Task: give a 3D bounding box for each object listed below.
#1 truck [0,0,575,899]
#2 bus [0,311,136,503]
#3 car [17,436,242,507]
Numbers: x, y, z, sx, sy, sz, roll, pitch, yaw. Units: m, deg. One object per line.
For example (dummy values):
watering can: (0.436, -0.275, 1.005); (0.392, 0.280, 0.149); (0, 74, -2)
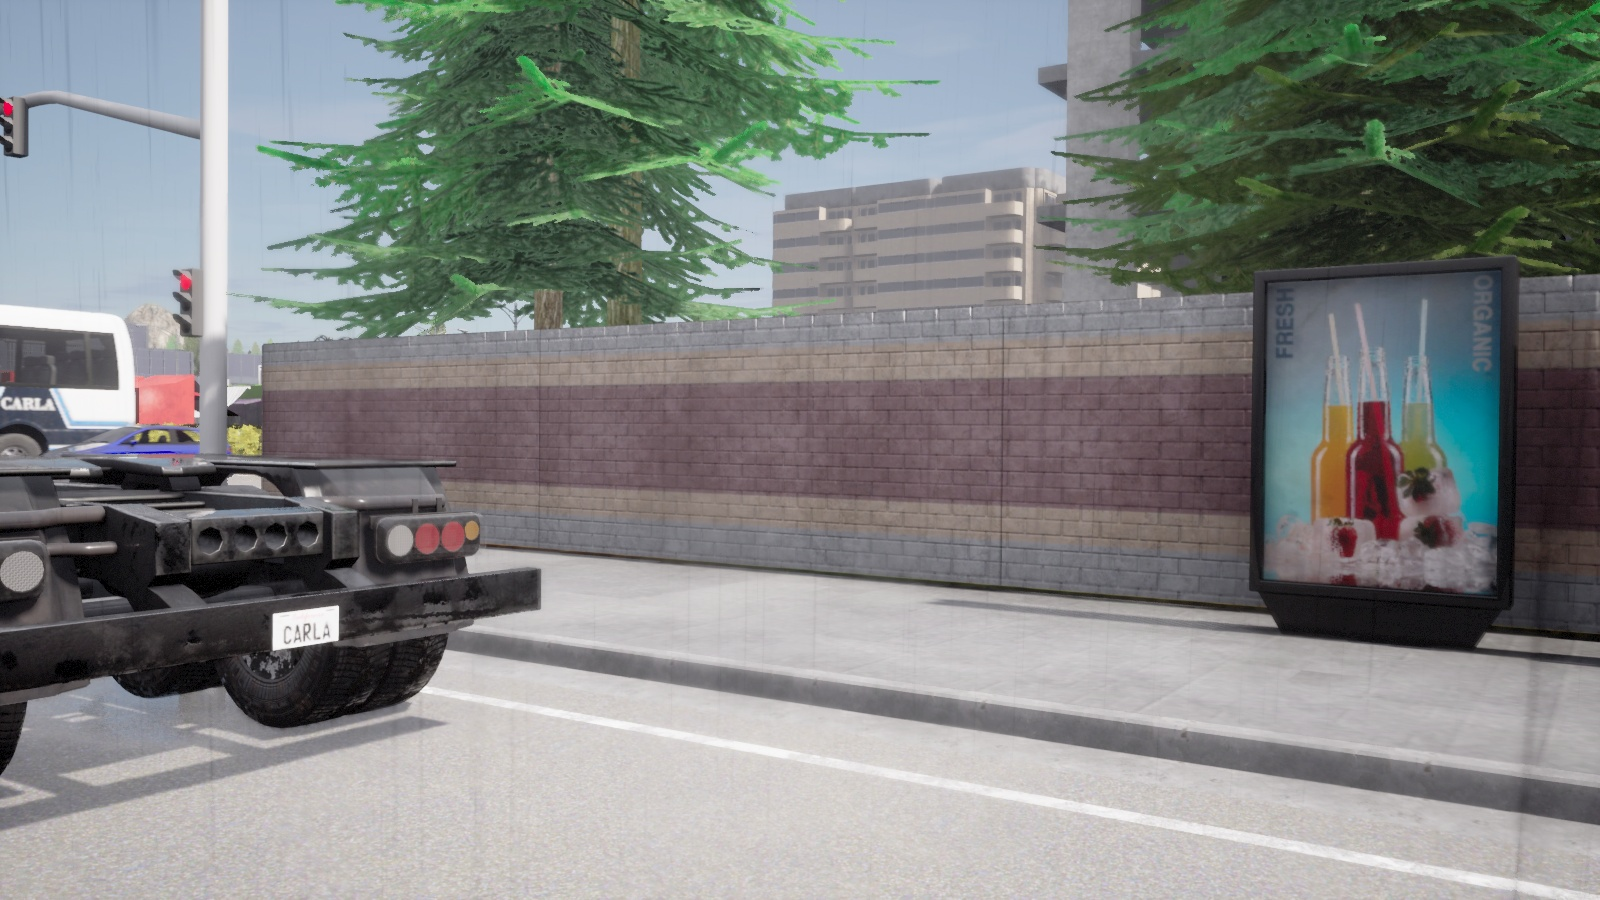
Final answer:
truck: (-5.216, -0.300, 7.067); (7.936, 3.462, 2.891); (0, 1, 34)
bus: (-20.449, -0.883, 27.005); (3.944, 4.253, 10.273); (-1, 0, 30)
car: (-15.280, 0.434, 28.830); (1.816, 1.474, 4.193); (0, 1, 33)
